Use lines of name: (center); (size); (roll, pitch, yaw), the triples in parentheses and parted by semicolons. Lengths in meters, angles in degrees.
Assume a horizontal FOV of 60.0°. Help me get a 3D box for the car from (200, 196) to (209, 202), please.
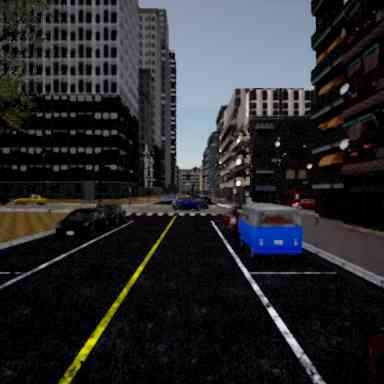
car: (2.692, 1.499, 72.591); (1.887, 1.381, 4.507); (0, 0, 0)

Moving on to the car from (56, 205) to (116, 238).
car: (-5.692, 1.552, 17.733); (1.947, 1.339, 4.313); (0, 0, 0)

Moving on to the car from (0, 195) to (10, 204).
car: (-27.475, 1.033, 45.940); (4.313, 1.339, 1.947); (1, -1, -1)

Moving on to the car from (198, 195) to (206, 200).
car: (2.693, 1.499, 89.554); (2.008, 1.369, 4.403); (0, 0, 0)

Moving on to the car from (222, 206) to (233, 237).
car: (2.688, 1.426, 17.733); (1.967, 1.590, 4.097); (0, 0, 0)

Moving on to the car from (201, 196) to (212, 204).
car: (2.692, 1.524, 62.624); (1.947, 1.339, 4.313); (0, 0, 0)

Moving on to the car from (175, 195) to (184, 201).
car: (-2.996, 1.476, 80.993); (2.128, 1.511, 4.902); (0, 0, 0)

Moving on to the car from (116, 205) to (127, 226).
car: (-5.692, 1.548, 22.979); (1.947, 1.339, 4.313); (0, 0, 0)

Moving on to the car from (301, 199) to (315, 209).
car: (16.030, 1.724, 46.431); (4.097, 1.590, 1.967); (1, -1, -1)

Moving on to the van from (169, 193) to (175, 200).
van: (-5.687, 1.288, 95.208); (1.690, 1.788, 3.998); (0, 0, 0)

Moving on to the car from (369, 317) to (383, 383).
car: (2.686, 1.314, 1.080); (2.192, 1.841, 5.009); (0, 0, 0)

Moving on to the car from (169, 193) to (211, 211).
car: (-0.179, 1.347, 40.542); (4.553, 1.767, 2.097); (1, 0, -1)

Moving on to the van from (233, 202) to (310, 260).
van: (2.687, 1.331, 12.183); (1.690, 1.788, 3.998); (0, 0, 0)

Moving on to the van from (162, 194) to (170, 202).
van: (-5.689, 1.295, 72.591); (1.690, 1.788, 3.998); (0, 0, 0)

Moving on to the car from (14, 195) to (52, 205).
car: (-22.029, 1.094, 46.089); (4.829, 1.417, 1.752); (1, -1, -1)
